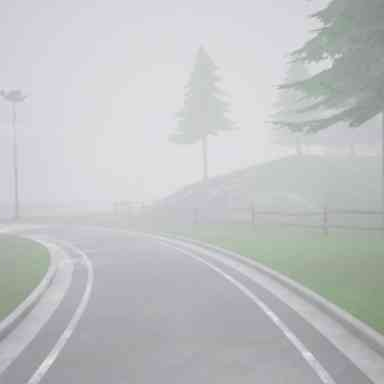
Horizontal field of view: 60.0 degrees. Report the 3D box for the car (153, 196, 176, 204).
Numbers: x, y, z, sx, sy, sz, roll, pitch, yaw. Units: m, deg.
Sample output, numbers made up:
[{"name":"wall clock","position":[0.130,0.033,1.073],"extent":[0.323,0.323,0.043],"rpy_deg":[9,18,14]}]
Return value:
[{"name":"car","position":[-6.221,1.710,70.904],"extent":[1.994,1.385,4.181],"rpy_deg":[-1,0,43]}]
